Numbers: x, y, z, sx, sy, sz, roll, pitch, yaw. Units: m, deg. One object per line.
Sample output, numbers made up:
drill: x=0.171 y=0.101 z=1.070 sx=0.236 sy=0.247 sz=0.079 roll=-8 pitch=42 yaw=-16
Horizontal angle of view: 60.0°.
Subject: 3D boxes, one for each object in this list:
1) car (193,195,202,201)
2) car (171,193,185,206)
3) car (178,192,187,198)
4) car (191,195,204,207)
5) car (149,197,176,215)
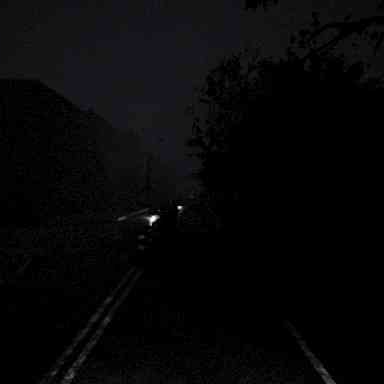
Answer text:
car: x=1.284 y=1.314 z=72.463 sx=1.895 sy=1.301 sz=4.718 roll=0 pitch=0 yaw=1
car: x=-2.560 y=1.357 z=51.205 sx=1.837 sy=1.490 sz=4.892 roll=0 pitch=0 yaw=2
car: x=-2.102 y=0.730 z=66.714 sx=2.097 sy=1.767 sz=4.553 roll=0 pitch=0 yaw=1
car: x=0.785 y=1.411 z=48.433 sx=2.033 sy=1.411 sz=5.357 roll=0 pitch=0 yaw=2
car: x=-3.016 y=1.505 z=32.622 sx=1.994 sy=1.385 sz=4.181 roll=0 pitch=0 yaw=1
